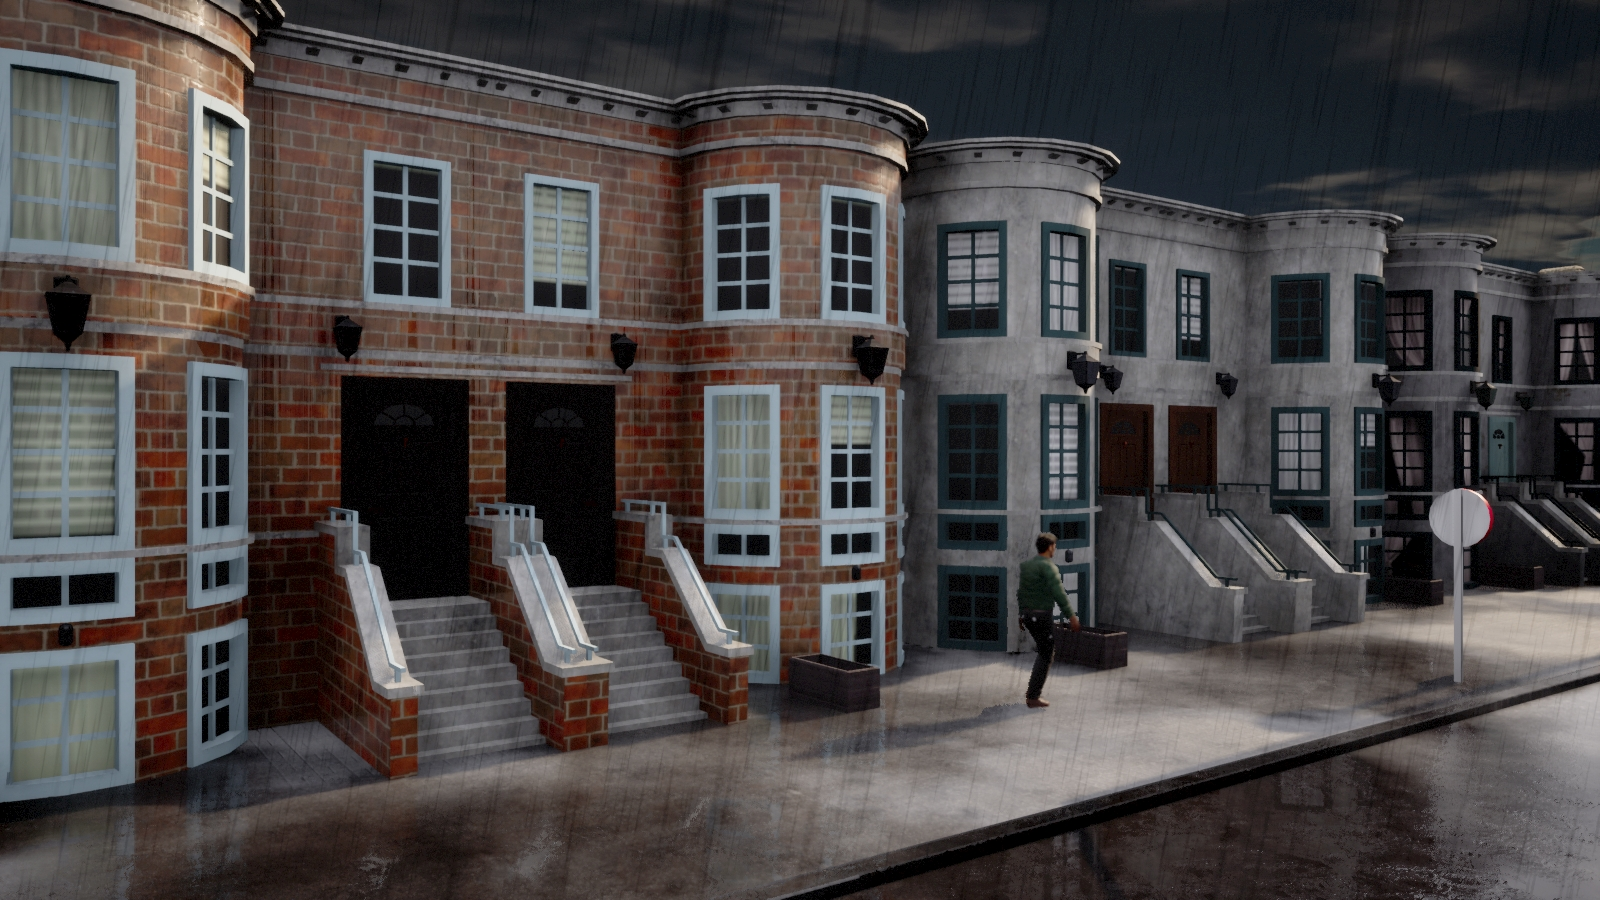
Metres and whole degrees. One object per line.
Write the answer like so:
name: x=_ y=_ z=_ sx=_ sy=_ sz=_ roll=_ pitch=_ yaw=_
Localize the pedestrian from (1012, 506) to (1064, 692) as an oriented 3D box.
pedestrian: x=2.472 y=1.524 z=11.858 sx=0.375 sy=1.860 sz=0.375 roll=0 pitch=0 yaw=-27
